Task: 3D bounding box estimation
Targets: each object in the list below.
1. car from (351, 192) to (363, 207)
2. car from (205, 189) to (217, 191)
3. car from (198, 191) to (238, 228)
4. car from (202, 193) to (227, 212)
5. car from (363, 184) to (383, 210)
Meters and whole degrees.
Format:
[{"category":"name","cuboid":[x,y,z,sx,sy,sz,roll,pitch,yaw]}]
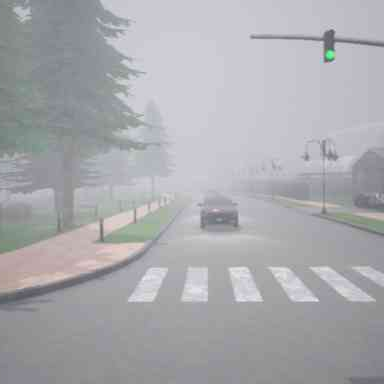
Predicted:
[{"category":"car","cuboid":[14.230,0.270,24.896,3.866,1.878,1.905,-1,1,2]},{"category":"car","cuboid":[2.202,0.423,38.621,1.882,1.535,5.008,-1,1,2]},{"category":"car","cuboid":[1.406,0.963,18.219,1.882,1.535,5.008,-1,1,2]},{"category":"car","cuboid":[1.825,0.821,28.200,1.895,1.301,4.718,-1,1,2]},{"category":"car","cuboid":[14.519,0.328,22.369,4.605,1.855,1.932,-1,1,2]}]
